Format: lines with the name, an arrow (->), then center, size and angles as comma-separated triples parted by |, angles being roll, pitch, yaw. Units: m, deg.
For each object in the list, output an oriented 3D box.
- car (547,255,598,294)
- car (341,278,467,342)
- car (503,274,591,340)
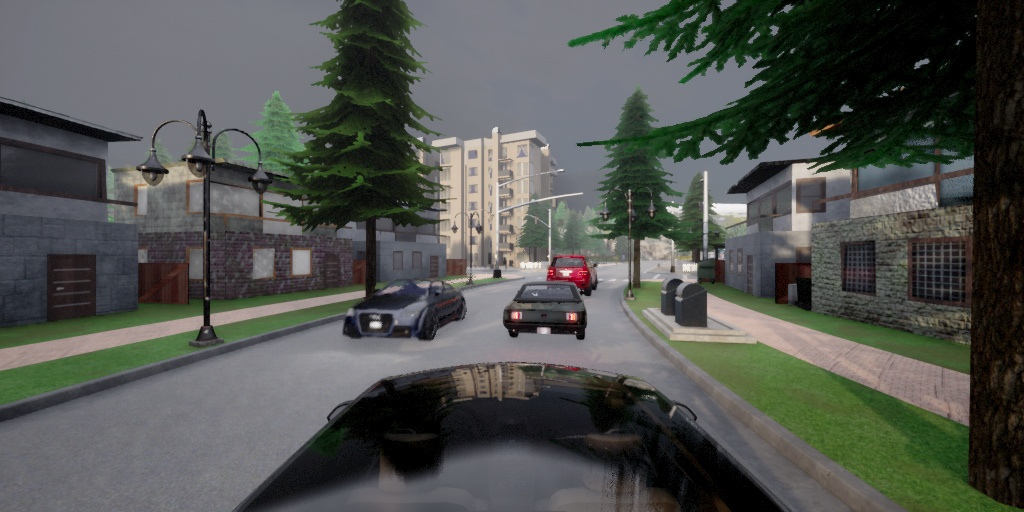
car -> 3.366, 0.971, 19.553 | 2.150, 2.045, 5.566 | 0, 0, 18
car -> -2.666, 1.314, 9.798 | 1.994, 1.385, 4.181 | 0, 0, 9
car -> 1.071, 1.351, 10.057 | 1.895, 1.301, 4.718 | 0, 0, 9
